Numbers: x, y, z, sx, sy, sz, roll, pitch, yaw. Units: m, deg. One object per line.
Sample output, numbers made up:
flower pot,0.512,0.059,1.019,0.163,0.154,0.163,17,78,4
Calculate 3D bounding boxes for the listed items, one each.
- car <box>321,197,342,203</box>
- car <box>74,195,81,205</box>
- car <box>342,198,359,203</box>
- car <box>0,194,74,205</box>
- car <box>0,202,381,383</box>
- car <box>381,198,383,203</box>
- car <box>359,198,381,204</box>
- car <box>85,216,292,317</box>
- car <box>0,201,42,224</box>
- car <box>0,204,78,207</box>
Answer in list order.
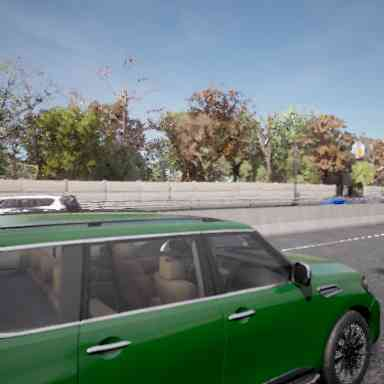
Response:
car,20.933,1.478,48.974,5.008,1.535,1.882,0,0,-35
car,-10.316,1.213,22.429,5.566,2.045,2.150,-2,1,-35
car,23.412,1.564,46.449,4.181,1.385,1.994,0,0,-35
car,-9.866,1.222,18.452,5.566,2.045,2.150,0,0,-35
car,-0.269,1.221,3.544,5.566,2.045,2.150,0,0,-35
car,24.934,1.220,38.957,5.566,2.045,2.150,0,0,-35
car,23.689,1.525,42.361,4.674,1.442,1.812,0,0,-35
car,0.121,1.503,8.131,4.892,1.490,1.837,0,0,-35
car,-13.799,1.493,24.217,4.902,1.511,2.128,0,0,-36
car,-7.965,1.505,15.507,4.892,1.490,1.837,0,0,-35
